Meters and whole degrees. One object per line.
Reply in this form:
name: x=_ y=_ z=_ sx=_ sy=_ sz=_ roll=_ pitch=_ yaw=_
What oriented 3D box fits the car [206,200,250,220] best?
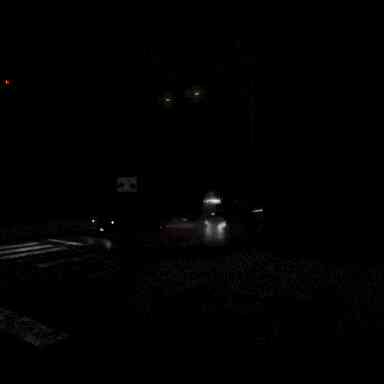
car: x=2.985 y=1.381 z=26.825 sx=2.128 sy=1.511 sz=4.902 roll=0 pitch=0 yaw=35

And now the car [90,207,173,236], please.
car: x=-3.168 y=1.535 z=18.159 sx=1.895 sy=1.301 sz=4.718 roll=0 pitch=0 yaw=35

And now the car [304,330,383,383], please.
car: x=2.757 y=1.315 z=0.841 sx=5.009 sy=1.841 sz=2.192 roll=0 pitch=0 yaw=35
